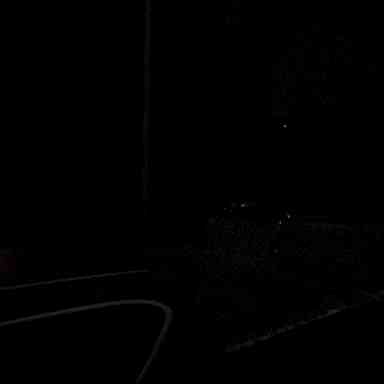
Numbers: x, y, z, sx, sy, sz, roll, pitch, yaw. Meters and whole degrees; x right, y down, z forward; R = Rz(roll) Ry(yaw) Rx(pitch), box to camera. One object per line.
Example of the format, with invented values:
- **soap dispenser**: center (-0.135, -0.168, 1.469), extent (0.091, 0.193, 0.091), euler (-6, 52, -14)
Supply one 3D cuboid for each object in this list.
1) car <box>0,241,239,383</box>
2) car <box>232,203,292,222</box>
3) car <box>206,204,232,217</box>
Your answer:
- **car**: center (-1.989, 1.318, 1.367), extent (5.009, 1.841, 2.192), euler (0, 1, -35)
- **car**: center (6.031, 1.671, 27.575), extent (2.128, 1.511, 4.902), euler (1, -2, -35)
- **car**: center (2.903, 1.969, 37.029), extent (1.994, 1.385, 4.181), euler (1, -2, -35)
